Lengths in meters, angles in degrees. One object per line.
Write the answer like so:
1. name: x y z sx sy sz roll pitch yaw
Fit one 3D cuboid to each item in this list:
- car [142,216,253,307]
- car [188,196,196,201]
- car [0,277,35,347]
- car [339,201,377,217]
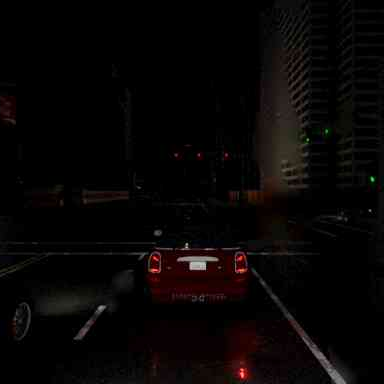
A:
1. car: 0.105 1.352 8.125 2.097 1.767 4.553 0 0 0
2. car: 0.057 1.591 83.474 1.895 1.301 4.718 0 0 0
3. car: -3.396 1.526 3.350 1.812 1.442 4.674 0 0 0
4. car: 16.291 1.546 30.177 5.357 1.411 2.033 0 0 0
